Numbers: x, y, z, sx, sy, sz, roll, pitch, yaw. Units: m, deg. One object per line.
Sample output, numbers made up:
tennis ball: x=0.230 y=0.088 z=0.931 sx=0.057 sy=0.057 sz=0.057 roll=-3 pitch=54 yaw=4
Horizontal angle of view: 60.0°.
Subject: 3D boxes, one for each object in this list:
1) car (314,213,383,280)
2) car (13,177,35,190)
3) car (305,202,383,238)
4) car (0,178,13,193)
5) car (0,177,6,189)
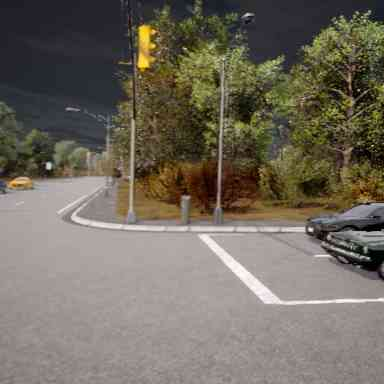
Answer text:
car: x=5.878 y=1.390 z=8.525 sx=4.718 sy=1.301 sz=1.895 roll=1 pitch=3 yaw=-10
car: x=-21.537 y=-1.118 z=42.372 sx=1.882 sy=1.535 sz=5.008 roll=1 pitch=3 yaw=-12
car: x=6.702 y=1.129 z=12.205 sx=5.008 sy=1.535 sz=1.882 roll=1 pitch=3 yaw=-9
car: x=-19.399 y=-0.571 z=32.232 sx=1.837 sy=1.490 sz=4.892 roll=1 pitch=3 yaw=-12
car: x=-24.880 y=-1.146 z=41.218 sx=1.837 sy=1.490 sz=4.892 roll=1 pitch=2 yaw=-12
